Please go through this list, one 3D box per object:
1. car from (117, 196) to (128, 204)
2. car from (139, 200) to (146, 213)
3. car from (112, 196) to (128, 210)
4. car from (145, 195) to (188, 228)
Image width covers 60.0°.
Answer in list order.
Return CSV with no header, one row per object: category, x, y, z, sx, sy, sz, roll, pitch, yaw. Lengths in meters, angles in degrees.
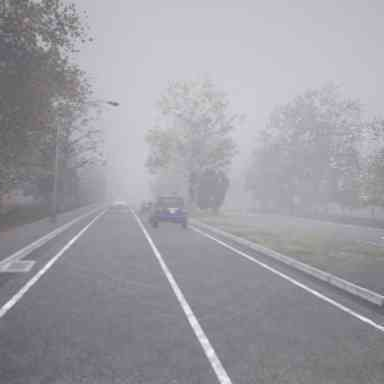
car,-15.047,1.636,71.893,2.128,1.511,4.902,3,-1,-10
car,-5.012,1.680,38.492,1.837,1.490,4.892,3,-1,-11
car,-9.701,1.632,44.899,1.812,1.442,4.674,3,-1,-11
car,-1.679,1.260,22.498,2.150,2.045,5.566,3,0,-11
